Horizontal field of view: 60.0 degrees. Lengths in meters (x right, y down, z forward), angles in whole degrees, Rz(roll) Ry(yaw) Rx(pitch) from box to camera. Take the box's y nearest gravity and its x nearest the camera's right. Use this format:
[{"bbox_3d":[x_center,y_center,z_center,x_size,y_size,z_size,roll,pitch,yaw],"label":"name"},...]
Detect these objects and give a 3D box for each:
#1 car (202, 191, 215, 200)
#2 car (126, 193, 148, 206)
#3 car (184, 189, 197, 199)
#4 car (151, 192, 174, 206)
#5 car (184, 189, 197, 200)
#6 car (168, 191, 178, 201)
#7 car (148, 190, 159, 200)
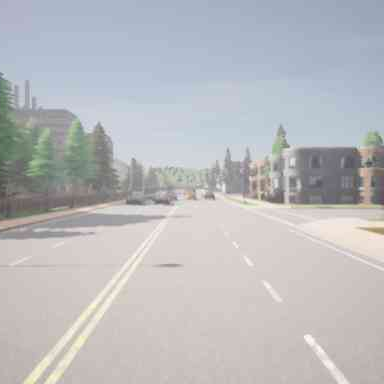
[{"bbox_3d":[3.291,0.706,62.099,1.837,1.490,4.892,0,1,0],"label":"car"},{"bbox_3d":[-7.226,1.075,42.720,1.895,1.301,4.718,0,1,0],"label":"car"},{"bbox_3d":[-0.345,0.293,71.146,2.150,2.045,5.566,0,1,-8],"label":"car"},{"bbox_3d":[-3.727,1.066,42.731,1.895,1.301,4.718,0,1,0],"label":"car"},{"bbox_3d":[-0.207,0.697,61.558,1.882,1.535,5.008,0,1,0],"label":"car"},{"bbox_3d":[-3.733,0.601,59.745,2.097,1.767,4.553,0,1,0],"label":"car"},{"bbox_3d":[-7.239,0.836,58.592,1.994,1.385,4.181,0,1,0],"label":"car"}]
